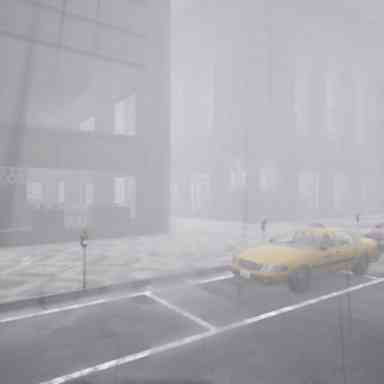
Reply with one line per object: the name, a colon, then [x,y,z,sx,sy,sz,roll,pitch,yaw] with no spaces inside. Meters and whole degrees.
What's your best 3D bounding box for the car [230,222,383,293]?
car: [3.163,1.530,8.885,4.829,1.417,1.752,0,0,-35]
